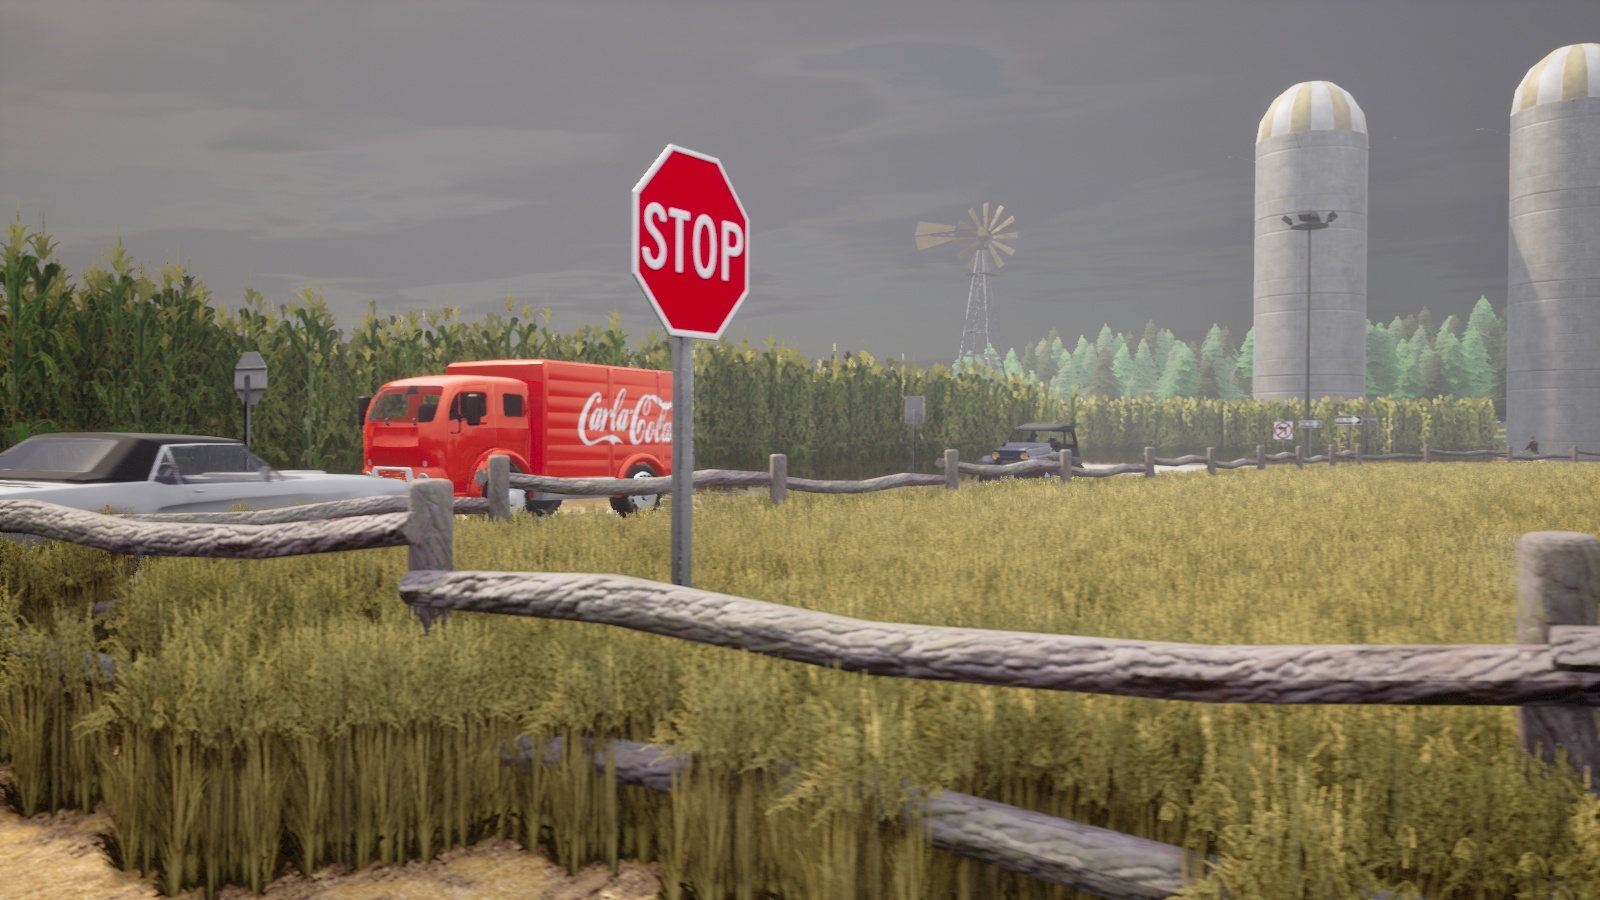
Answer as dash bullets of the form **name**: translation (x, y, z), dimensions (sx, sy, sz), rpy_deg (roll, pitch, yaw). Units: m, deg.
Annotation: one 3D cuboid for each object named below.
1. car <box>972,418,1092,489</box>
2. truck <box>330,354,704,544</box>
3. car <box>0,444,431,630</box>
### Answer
- **car**: translation (6.550, 0.072, 35.181), dimensions (1.905, 1.878, 3.866), rpy_deg (0, 1, 34)
- **truck**: translation (-4.126, -0.029, 19.264), dimensions (2.627, 2.467, 5.204), rpy_deg (0, 0, 34)
- **car**: translation (-5.654, 0.605, 11.354), dimensions (1.895, 1.301, 4.718), rpy_deg (0, 0, 22)
